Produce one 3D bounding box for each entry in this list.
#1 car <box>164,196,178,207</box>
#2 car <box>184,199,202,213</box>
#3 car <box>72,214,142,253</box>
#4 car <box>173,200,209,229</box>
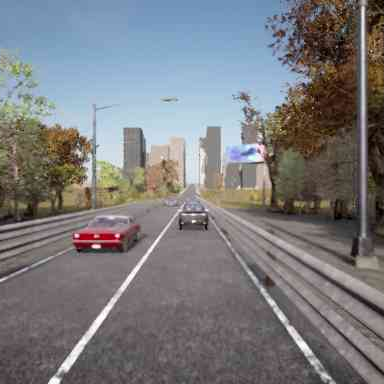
[{"bbox_3d":[-3.345,1.517,54.538,2.097,1.767,4.553,0,0,0],"label":"car"},{"bbox_3d":[0.084,1.666,40.809,2.033,1.411,5.357,0,0,0],"label":"car"},{"bbox_3d":[-3.351,1.630,13.897,1.895,1.301,4.718,0,0,0],"label":"car"},{"bbox_3d":[0.097,1.548,22.045,2.128,1.511,4.902,0,0,0],"label":"car"}]
